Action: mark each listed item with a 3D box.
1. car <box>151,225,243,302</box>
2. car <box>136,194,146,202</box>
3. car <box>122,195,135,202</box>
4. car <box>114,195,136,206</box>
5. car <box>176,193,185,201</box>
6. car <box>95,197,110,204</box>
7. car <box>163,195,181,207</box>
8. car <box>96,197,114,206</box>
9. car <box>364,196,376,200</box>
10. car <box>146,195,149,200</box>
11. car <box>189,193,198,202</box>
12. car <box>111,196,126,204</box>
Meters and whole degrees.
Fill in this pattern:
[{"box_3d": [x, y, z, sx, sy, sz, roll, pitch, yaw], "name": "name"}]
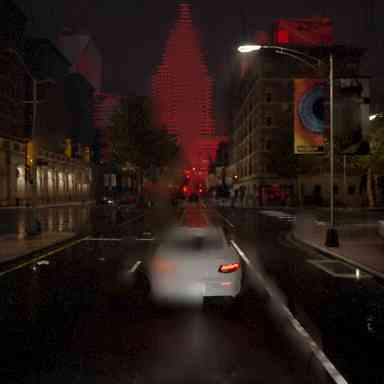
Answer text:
[{"box_3d": [0.115, 1.526, 8.149, 1.812, 1.442, 4.674, 0, 0, 1], "name": "car"}, {"box_3d": [-11.201, 1.547, 66.567, 2.033, 1.411, 5.357, 0, 0, 1], "name": "car"}, {"box_3d": [-14.633, 1.478, 76.772, 1.882, 1.535, 5.008, 0, 0, 0], "name": "car"}, {"box_3d": [-11.313, 1.478, 56.753, 1.882, 1.535, 5.008, 0, 0, 0], "name": "car"}, {"box_3d": [-3.085, 1.218, 86.476, 2.150, 2.045, 5.566, 0, 0, 0], "name": "car"}, {"box_3d": [-17.930, 1.595, 66.904, 1.895, 1.301, 4.718, 0, 0, 0], "name": "car"}, {"box_3d": [-3.188, 1.564, 50.385, 1.994, 1.385, 4.181, 0, 0, 1], "name": "car"}, {"box_3d": [-14.812, 1.547, 56.819, 2.033, 1.411, 5.357, 0, 0, 0], "name": "car"}, {"box_3d": [34.771, 1.481, 68.044, 2.231, 1.521, 4.892, 0, 0, 0], "name": "car"}, {"box_3d": [-11.132, 1.355, 76.787, 2.097, 1.767, 4.553, 0, 0, 0], "name": "car"}, {"box_3d": [0.365, 1.355, 74.549, 2.097, 1.767, 4.553, 0, 0, 0], "name": "car"}, {"box_3d": [-14.699, 1.505, 66.358, 1.837, 1.490, 4.892, 0, 0, 1], "name": "car"}]
